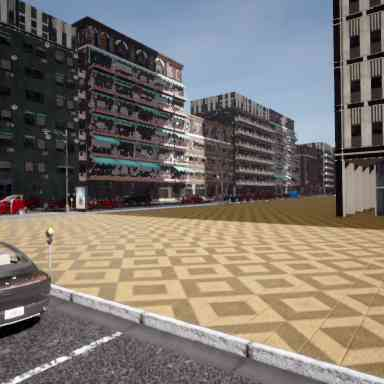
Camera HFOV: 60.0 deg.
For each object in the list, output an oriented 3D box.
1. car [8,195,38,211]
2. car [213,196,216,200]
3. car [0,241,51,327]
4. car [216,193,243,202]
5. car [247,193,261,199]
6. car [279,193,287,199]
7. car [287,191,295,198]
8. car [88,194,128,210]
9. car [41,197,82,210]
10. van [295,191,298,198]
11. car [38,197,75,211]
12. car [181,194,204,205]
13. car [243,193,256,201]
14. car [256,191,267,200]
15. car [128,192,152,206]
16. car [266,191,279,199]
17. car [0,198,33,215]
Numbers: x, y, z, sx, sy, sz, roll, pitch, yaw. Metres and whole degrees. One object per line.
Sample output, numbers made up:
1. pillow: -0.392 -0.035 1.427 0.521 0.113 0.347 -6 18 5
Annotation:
1. car: -19.627 1.228 37.372 2.192 1.841 5.009 -1 0 36
2. car: 6.393 1.028 73.126 1.967 1.590 4.097 -1 0 36
3. car: -4.392 1.553 6.199 4.403 1.369 2.008 0 -1 36
4. car: 6.664 1.093 59.256 2.008 1.369 4.403 -1 0 36
5. car: 16.152 1.040 86.534 1.947 1.339 4.313 -1 0 36
6. car: 19.674 0.938 77.133 2.008 1.369 4.403 -1 0 36
7. car: 22.927 0.932 81.603 1.802 1.307 4.206 -1 0 36
8. car: -9.598 1.186 36.909 1.967 1.590 4.097 -1 0 36
9. car: -16.372 1.415 41.842 1.887 1.381 4.507 -1 0 36
10. van: 26.177 0.654 86.072 1.690 1.788 3.998 -1 0 36
11. car: -15.101 1.368 39.199 1.812 1.442 4.674 -1 0 36
12. car: 0.158 1.062 50.317 1.967 1.590 4.097 -1 0 36
13. car: 9.917 1.048 63.725 1.887 1.381 4.507 -1 0 36
14. car: 13.169 1.046 68.194 1.802 1.307 4.206 -1 0 36
15. car: -8.304 0.977 48.531 2.150 2.045 5.566 -1 0 36
16. car: 16.419 0.740 72.664 2.192 1.841 5.009 -1 0 36
17. car: -16.102 1.413 27.970 1.802 1.307 4.206 -1 0 36
